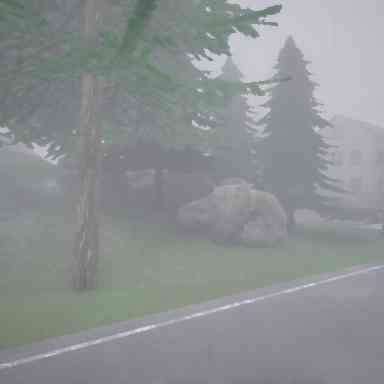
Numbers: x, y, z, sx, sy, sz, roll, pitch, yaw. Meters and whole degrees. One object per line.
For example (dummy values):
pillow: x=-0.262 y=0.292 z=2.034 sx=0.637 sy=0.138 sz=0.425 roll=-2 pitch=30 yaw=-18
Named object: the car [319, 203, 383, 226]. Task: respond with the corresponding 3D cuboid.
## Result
car: x=11.427 y=1.476 z=23.506 sx=2.128 sy=1.511 sz=4.902 roll=0 pitch=0 yaw=-34
